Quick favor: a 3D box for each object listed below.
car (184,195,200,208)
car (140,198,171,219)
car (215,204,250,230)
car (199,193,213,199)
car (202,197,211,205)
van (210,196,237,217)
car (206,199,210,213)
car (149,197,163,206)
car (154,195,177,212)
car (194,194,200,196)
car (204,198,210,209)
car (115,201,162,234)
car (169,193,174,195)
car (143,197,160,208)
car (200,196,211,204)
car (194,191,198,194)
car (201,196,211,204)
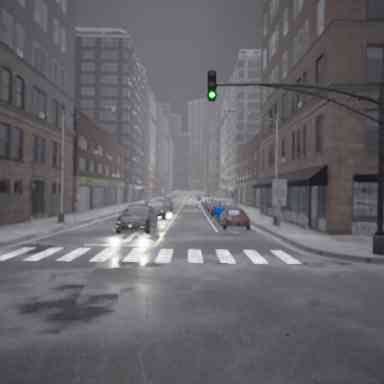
[{"bbox_3d":[-0.161,1.590,50.025,1.812,1.442,4.674,1,0,0],"label":"car"},{"bbox_3d":[-3.165,1.544,29.426,1.812,1.442,4.674,1,0,0],"label":"car"},{"bbox_3d":[2.721,1.668,21.621,1.802,1.307,4.206,1,0,0],"label":"car"},{"bbox_3d":[2.899,1.301,61.806,2.150,2.045,5.566,1,0,0],"label":"car"},{"bbox_3d":[2.628,1.695,43.830,1.802,1.307,4.206,1,0,0],"label":"car"},{"bbox_3d":[2.700,1.438,27.173,1.690,1.788,3.998,1,0,0],"label":"van"},{"bbox_3d":[2.673,1.652,32.724,1.887,1.381,4.507,1,0,0],"label":"car"},{"bbox_3d":[-5.944,1.553,54.906,1.802,1.307,4.206,1,0,0],"label":"car"},{"bbox_3d":[-3.167,1.523,39.816,2.128,1.511,4.902,1,0,0],"label":"car"},{"bbox_3d":[-0.204,1.533,60.027,2.128,1.511,4.902,1,0,0],"label":"car"},{"bbox_3d":[2.650,1.696,38.279,1.802,1.307,4.206,1,0,0],"label":"car"},{"bbox_3d":[-3.123,1.505,19.521,1.837,1.490,4.892,1,0,2],"label":"car"},{"bbox_3d":[-6.061,1.448,82.670,1.887,1.381,4.507,1,0,0],"label":"car"},{"bbox_3d":[-5.919,1.535,49.353,2.008,1.369,4.403,1,0,0],"label":"car"},{"bbox_3d":[2.604,1.686,49.387,1.802,1.307,4.206,1,0,0],"label":"car"},{"bbox_3d":[2.423,1.294,93.803,2.192,1.841,5.009,1,0,0],"label":"car"},{"bbox_3d":[2.899,1.543,68.777,1.882,1.535,5.008,1,0,0],"label":"car"}]
